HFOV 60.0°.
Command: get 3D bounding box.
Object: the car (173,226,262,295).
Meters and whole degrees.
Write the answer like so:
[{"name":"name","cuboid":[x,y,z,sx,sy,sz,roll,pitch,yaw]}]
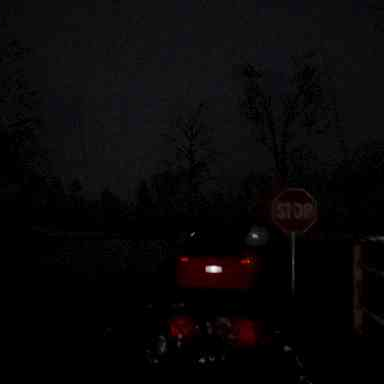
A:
[{"name":"car","cuboid":[0.830,1.607,8.992,1.994,1.385,4.181,0,0,11]}]
